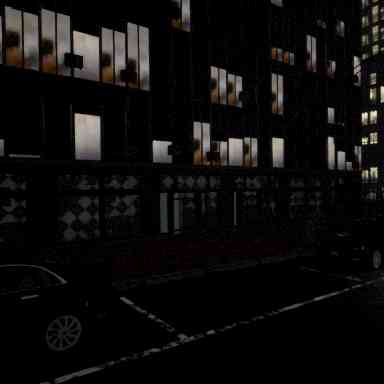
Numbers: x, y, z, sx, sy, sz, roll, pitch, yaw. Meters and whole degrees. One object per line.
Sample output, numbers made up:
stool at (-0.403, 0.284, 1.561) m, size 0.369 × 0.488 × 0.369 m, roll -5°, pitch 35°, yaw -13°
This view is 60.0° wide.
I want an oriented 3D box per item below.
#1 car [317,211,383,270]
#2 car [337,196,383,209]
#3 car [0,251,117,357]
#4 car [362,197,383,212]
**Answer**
car at (5.964, 1.542, 10.992) m, size 4.507 × 1.381 × 1.887 m, roll 0°, pitch -1°, yaw -36°
car at (20.550, 1.274, 40.850) m, size 1.752 × 1.417 × 4.829 m, roll -1°, pitch 1°, yaw -35°
car at (-3.210, 1.551, 4.413) m, size 4.403 × 1.369 × 2.008 m, roll 0°, pitch -1°, yaw -36°
car at (18.052, 1.442, 34.343) m, size 1.994 × 1.385 × 4.181 m, roll -1°, pitch 1°, yaw -35°
